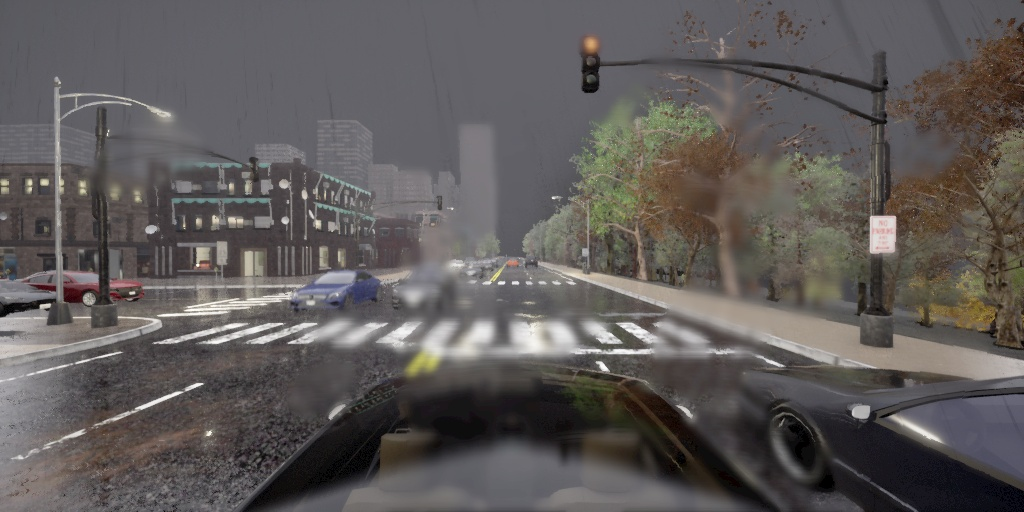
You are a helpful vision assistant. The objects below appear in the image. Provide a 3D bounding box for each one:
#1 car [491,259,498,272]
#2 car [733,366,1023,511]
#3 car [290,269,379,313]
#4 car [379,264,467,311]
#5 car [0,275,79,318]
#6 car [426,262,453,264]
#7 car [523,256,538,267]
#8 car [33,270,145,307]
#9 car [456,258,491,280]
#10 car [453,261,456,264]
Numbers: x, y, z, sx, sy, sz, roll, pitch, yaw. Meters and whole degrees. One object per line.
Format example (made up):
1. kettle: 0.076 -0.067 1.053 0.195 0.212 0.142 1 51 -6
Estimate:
1. car: -3.293 1.227 46.225 2.128 1.511 4.902 0 0 0
2. car: 3.350 1.297 1.482 2.033 1.411 5.357 0 0 0
3. car: -6.586 1.273 14.069 1.812 1.442 4.674 0 0 0
4. car: -3.335 1.239 14.574 2.128 1.511 4.902 0 0 0
5. car: -19.933 1.564 13.658 4.313 1.339 1.948 0 0 0
6. car: -6.566 1.246 30.594 1.837 1.490 4.892 0 0 0
7. car: 3.424 0.948 64.229 2.150 2.045 5.566 0 0 0
8. car: -19.822 1.448 16.363 5.008 1.535 1.882 -1 1 0
9. car: -3.315 1.232 31.585 2.128 1.511 4.902 0 0 0
10. car: -6.549 1.262 44.209 1.812 1.442 4.674 0 0 0
